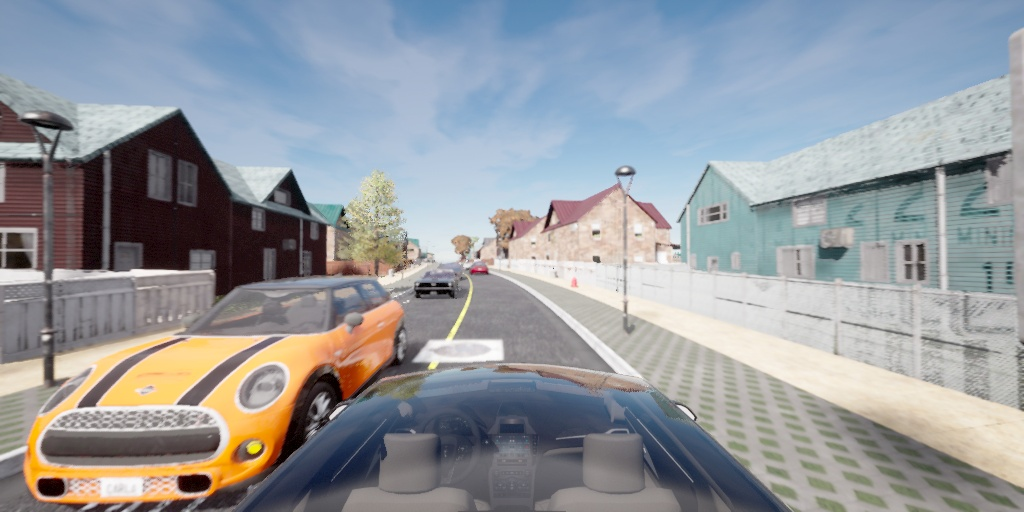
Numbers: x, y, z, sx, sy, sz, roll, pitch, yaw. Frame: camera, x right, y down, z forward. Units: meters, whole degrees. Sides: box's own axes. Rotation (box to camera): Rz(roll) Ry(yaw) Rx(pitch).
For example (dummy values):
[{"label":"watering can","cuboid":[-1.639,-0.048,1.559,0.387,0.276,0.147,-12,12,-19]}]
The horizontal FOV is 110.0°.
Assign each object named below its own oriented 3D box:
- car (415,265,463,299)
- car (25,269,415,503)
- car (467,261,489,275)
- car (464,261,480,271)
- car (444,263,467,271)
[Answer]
[{"label":"car","cuboid":[-3.688,1.341,18.180,1.895,1.301,4.718,0,0,-5]},{"label":"car","cuboid":[-2.961,1.106,4.887,2.097,1.767,4.553,0,0,-2]},{"label":"car","cuboid":[-3.634,1.306,39.167,1.994,1.385,4.181,0,0,-9]},{"label":"car","cuboid":[-5.646,1.369,50.126,1.895,1.301,4.718,0,0,-11]},{"label":"car","cuboid":[-5.143,1.282,30.835,2.033,1.411,5.357,0,0,-8]}]
